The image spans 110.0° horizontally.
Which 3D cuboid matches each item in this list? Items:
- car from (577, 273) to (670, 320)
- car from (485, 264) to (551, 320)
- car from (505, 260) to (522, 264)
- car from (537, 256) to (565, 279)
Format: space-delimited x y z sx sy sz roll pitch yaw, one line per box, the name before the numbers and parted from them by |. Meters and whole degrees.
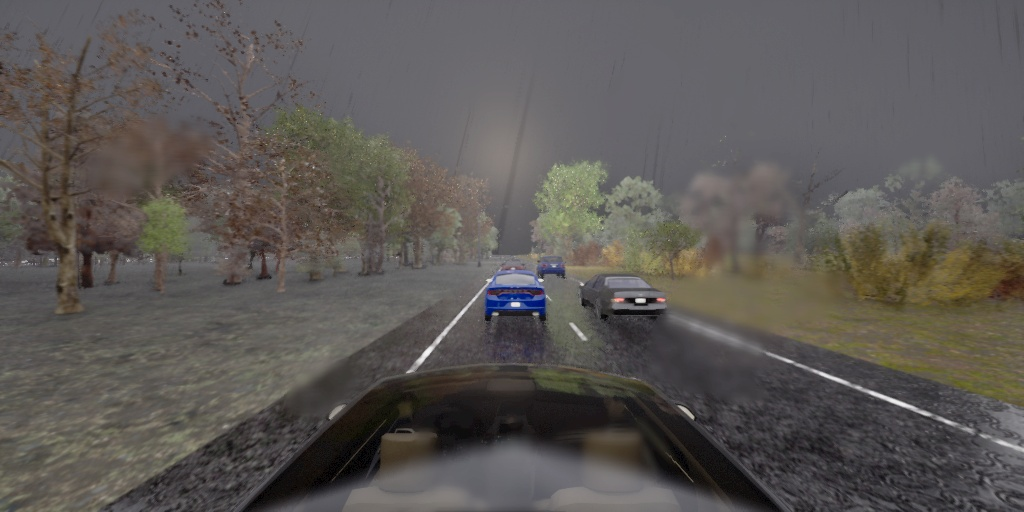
car | 3.600 1.300 12.556 2.033 1.411 5.357 0 0 0
car | 0.110 1.230 12.682 1.882 1.535 5.008 0 0 0
car | 0.096 1.108 33.068 2.097 1.767 4.553 0 0 0
car | 3.596 0.978 33.345 2.150 2.045 5.566 0 0 0
